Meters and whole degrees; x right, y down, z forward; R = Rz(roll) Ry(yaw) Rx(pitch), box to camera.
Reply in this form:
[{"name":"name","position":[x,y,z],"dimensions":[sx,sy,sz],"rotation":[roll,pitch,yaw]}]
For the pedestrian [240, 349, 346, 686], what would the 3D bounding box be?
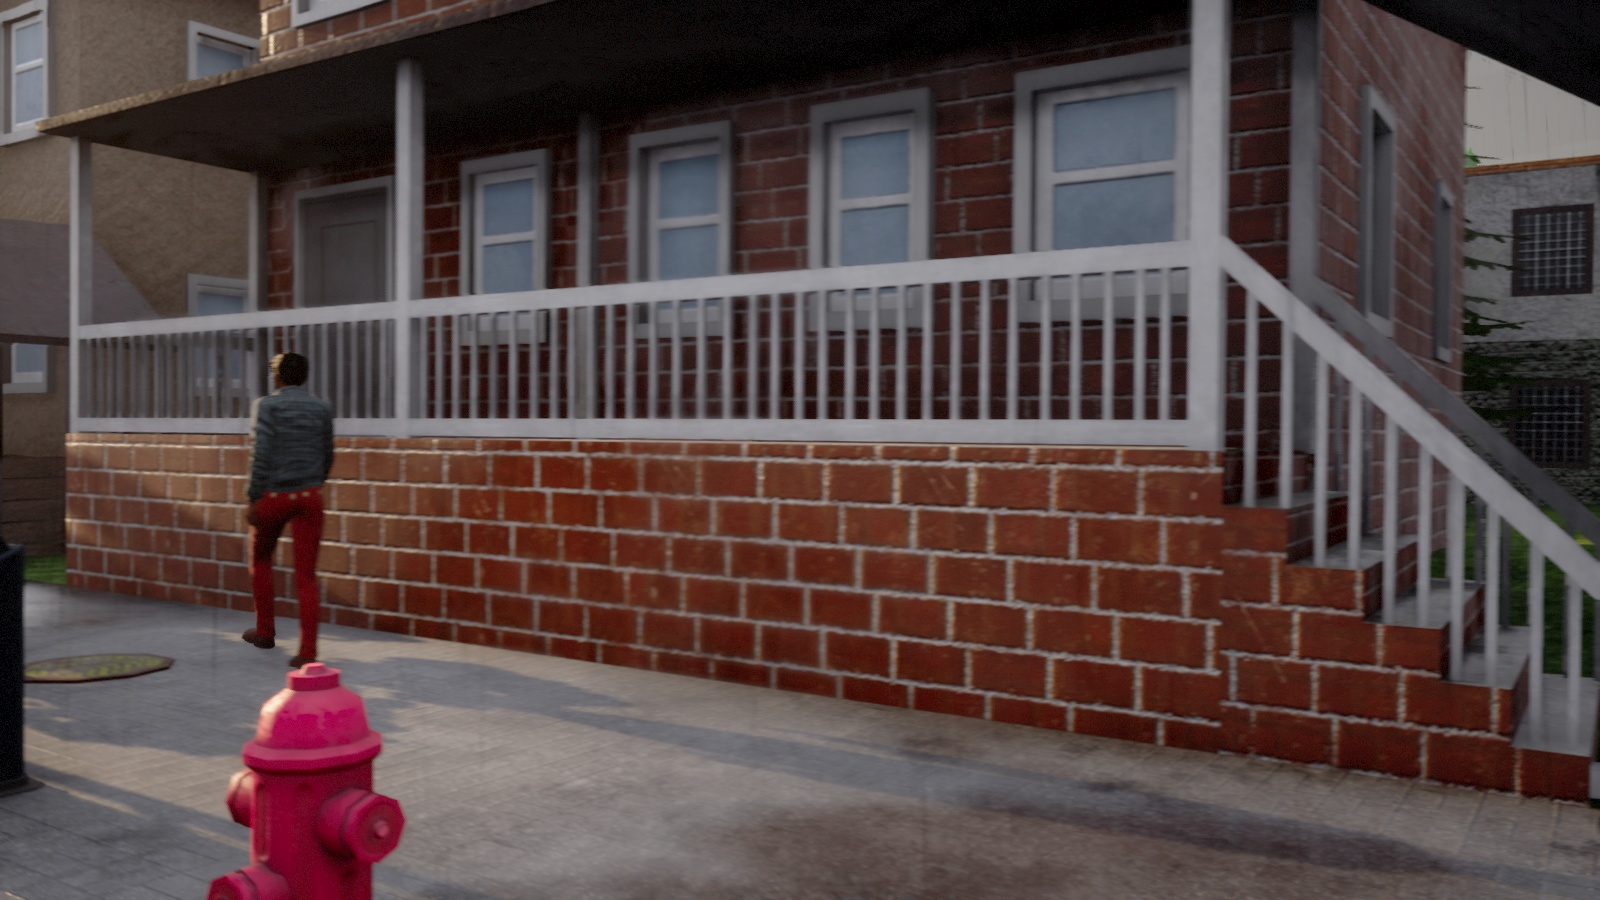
[{"name":"pedestrian","position":[-2.920,0.369,7.225],"dimensions":[0.353,1.847,0.614],"rotation":[-1,1,-42]}]
